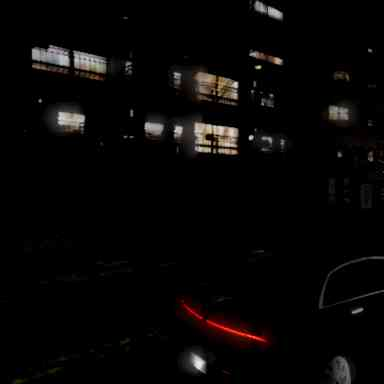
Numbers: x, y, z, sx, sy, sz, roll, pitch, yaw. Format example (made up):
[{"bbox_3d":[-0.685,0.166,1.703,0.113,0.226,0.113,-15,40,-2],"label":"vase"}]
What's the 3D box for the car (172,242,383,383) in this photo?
[{"bbox_3d":[2.047,1.502,4.810,4.892,1.490,1.837,0,0,-35],"label":"car"}]
